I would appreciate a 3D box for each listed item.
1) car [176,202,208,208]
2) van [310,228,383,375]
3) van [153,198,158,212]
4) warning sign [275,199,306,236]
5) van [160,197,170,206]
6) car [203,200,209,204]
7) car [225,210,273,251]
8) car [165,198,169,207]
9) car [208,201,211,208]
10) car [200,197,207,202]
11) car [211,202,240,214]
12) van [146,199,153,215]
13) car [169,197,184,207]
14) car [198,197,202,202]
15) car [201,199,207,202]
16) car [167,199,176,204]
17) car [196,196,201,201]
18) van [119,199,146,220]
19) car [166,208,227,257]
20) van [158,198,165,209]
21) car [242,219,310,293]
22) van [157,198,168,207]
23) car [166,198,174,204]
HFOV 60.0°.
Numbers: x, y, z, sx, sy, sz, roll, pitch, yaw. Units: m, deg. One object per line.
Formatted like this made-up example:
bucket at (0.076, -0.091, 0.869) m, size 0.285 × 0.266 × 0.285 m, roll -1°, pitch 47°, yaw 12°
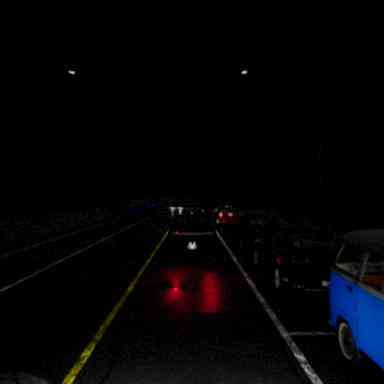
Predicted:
car at (0.019, 1.826, 27.544) m, size 2.033 × 1.411 × 5.357 m, roll 0°, pitch -1°, yaw 0°
van at (2.766, 1.376, 3.308) m, size 1.690 × 1.788 × 3.998 m, roll 0°, pitch -1°, yaw 0°
van at (-5.743, 1.775, 42.635) m, size 1.690 × 1.788 × 3.998 m, roll 0°, pitch -1°, yaw 0°
warning sign at (5.074, 1.289, 17.196) m, size 1.300 × 1.860 × 1.060 m, roll 0°, pitch -1°, yaw 0°
van at (-5.731, 2.072, 70.725) m, size 1.690 × 1.788 × 3.998 m, roll 0°, pitch -1°, yaw 0°
car at (2.782, 2.000, 42.636) m, size 1.947 × 1.339 × 4.313 m, roll 0°, pitch -1°, yaw 0°
car at (2.770, 1.698, 14.543) m, size 2.008 × 1.369 × 4.403 m, roll 0°, pitch -1°, yaw 0°
car at (-5.736, 2.156, 59.486) m, size 1.887 × 1.381 × 4.507 m, roll 0°, pitch -1°, yaw 0°
car at (2.777, 1.845, 31.569) m, size 1.752 × 1.417 × 4.829 m, roll 0°, pitch -1°, yaw 0°
car at (2.789, 2.138, 59.662) m, size 1.752 × 1.417 × 4.829 m, roll 0°, pitch -1°, yaw 0°
car at (2.775, 1.701, 25.781) m, size 1.967 × 1.590 × 4.097 m, roll 0°, pitch -1°, yaw 0°
van at (-5.745, 1.717, 37.016) m, size 1.690 × 1.788 × 3.998 m, roll 0°, pitch -1°, yaw 0°
car at (-2.996, 2.190, 64.556) m, size 1.812 × 1.442 × 4.674 m, roll 0°, pitch -1°, yaw 1°
car at (2.791, 2.237, 65.109) m, size 1.947 × 1.339 × 4.313 m, roll 0°, pitch -1°, yaw 0°
car at (2.784, 2.059, 48.254) m, size 1.947 × 1.339 × 4.313 m, roll 0°, pitch -1°, yaw 0°
car at (-5.723, 2.527, 93.201) m, size 2.008 × 1.369 × 4.403 m, roll 0°, pitch -1°, yaw 0°
car at (2.798, 2.168, 81.968) m, size 2.192 × 1.841 × 5.009 m, roll 0°, pitch -1°, yaw 0°
van at (-5.748, 1.659, 31.399) m, size 1.690 × 1.788 × 3.998 m, roll 0°, pitch -1°, yaw 0°
car at (0.022, 1.629, 13.515) m, size 2.128 × 1.511 × 4.902 m, roll 0°, pitch 0°, yaw 0°
van at (-5.738, 1.893, 53.871) m, size 1.690 × 1.788 × 3.998 m, roll 0°, pitch -1°, yaw 0°
car at (2.768, 1.641, 8.925) m, size 2.008 × 1.369 × 4.403 m, roll 0°, pitch -1°, yaw 0°
van at (-5.734, 2.012, 65.106) m, size 1.690 × 1.788 × 3.998 m, roll 0°, pitch -1°, yaw 0°
car at (-5.725, 2.438, 87.407) m, size 1.752 × 1.417 × 4.829 m, roll 0°, pitch -1°, yaw 0°
